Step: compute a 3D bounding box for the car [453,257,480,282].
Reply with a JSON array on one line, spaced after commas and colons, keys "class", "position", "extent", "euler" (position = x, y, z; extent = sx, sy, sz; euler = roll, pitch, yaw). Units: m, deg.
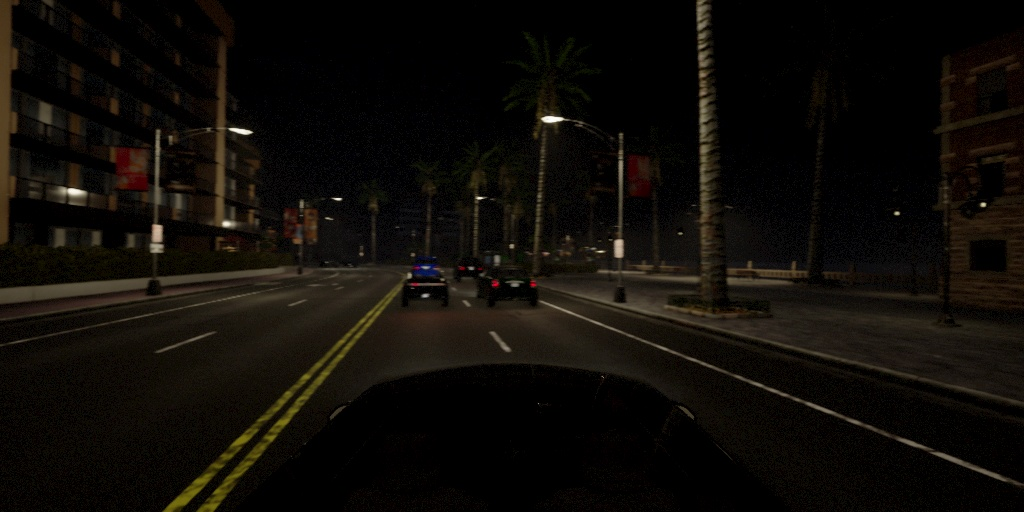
[{"class": "car", "position": [-3.835, 1.134, 31.023], "extent": [2.150, 2.045, 5.566], "euler": [1, 0, -13]}]

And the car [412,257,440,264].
[{"class": "car", "position": [-7.241, 1.083, 30.221], "extent": [2.150, 2.045, 5.566], "euler": [1, 0, -13]}]

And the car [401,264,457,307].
[{"class": "car", "position": [-3.820, 1.297, 15.898], "extent": [2.128, 1.511, 4.902], "euler": [1, 0, -13]}]

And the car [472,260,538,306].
[{"class": "car", "position": [-0.367, 1.205, 16.507], "extent": [2.097, 1.767, 4.553], "euler": [1, -1, -13]}]
